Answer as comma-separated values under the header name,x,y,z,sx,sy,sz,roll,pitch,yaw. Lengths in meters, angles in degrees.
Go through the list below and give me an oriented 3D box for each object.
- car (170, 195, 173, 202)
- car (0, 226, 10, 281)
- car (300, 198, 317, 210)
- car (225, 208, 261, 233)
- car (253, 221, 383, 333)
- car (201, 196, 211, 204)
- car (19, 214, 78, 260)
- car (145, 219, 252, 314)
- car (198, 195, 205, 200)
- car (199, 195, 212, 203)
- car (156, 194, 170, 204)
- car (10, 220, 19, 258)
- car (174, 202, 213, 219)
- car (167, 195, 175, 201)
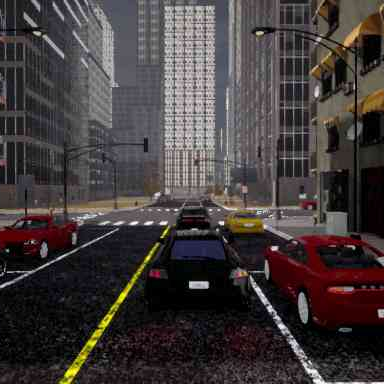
name,x,y,z,sx,sy,sz,roll,pitch,yaw
car,-5.635,1.313,66.972,2.192,1.841,5.009,-1,0,0
car,-3.097,1.221,0.847,2.150,2.045,5.566,0,0,0
car,14.287,1.256,36.990,4.507,1.381,1.887,-1,1,0
car,2.699,1.523,18.047,1.752,1.417,4.829,-1,0,0
car,2.689,1.544,6.830,1.887,1.381,4.507,-1,0,0
car,2.747,1.523,67.132,1.752,1.417,4.829,-1,0,0
car,-5.687,1.543,12.376,1.887,1.381,4.507,-1,0,0
car,0.111,1.563,7.714,1.994,1.385,4.181,0,0,0
car,2.774,1.582,94.760,1.802,1.307,4.206,-1,0,0
car,2.740,1.438,61.403,1.967,1.590,4.097,-1,0,0
car,-5.639,1.542,61.412,1.887,1.381,4.507,-1,0,0
car,-5.693,1.439,6.852,1.967,1.590,4.097,-1,0,0
car,0.094,1.503,17.698,1.837,1.490,4.892,0,0,-1
car,-5.612,1.544,89.209,1.887,1.381,4.507,-1,0,0
